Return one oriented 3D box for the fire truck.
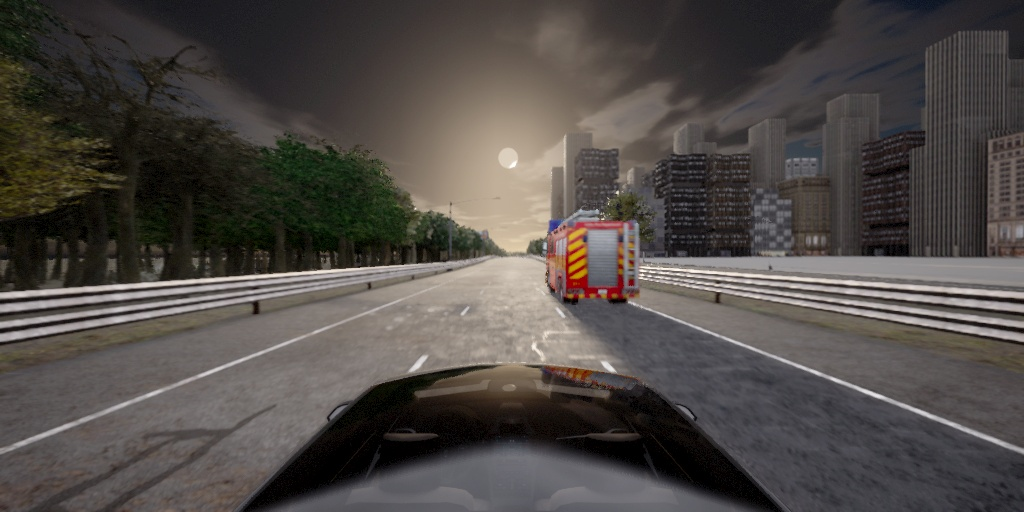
[{"bbox_3d":[3.507,0.133,17.880,2.891,3.827,8.468,0,-1,0],"label":"fire truck"}]
